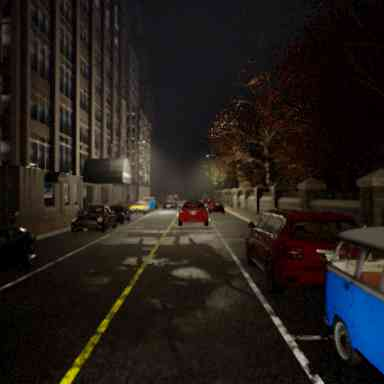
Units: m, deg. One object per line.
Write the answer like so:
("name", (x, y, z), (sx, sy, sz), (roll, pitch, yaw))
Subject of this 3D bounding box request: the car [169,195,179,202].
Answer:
("car", (-4.727, 1.620, 85.947), (2.192, 1.841, 5.009), (1, 0, 2))

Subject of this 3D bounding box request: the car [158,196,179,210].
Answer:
("car", (-3.050, 1.688, 45.949), (2.128, 1.511, 4.902), (0, 0, 1))

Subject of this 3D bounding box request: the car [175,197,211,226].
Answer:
("car", (0.097, 1.467, 24.718), (2.097, 1.767, 4.553), (0, 0, 0))

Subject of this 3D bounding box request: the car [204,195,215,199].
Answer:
("car", (2.930, 1.549, 58.305), (2.192, 1.841, 5.009), (1, 0, 2))

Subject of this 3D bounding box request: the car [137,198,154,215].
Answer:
("car", (-5.698, 1.687, 36.716), (1.752, 1.417, 4.829), (0, 0, 0))

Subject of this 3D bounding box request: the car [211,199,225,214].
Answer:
("car", (2.691, 1.743, 36.620), (1.802, 1.307, 4.206), (0, 0, 0))

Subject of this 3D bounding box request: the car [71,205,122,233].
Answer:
("car", (-5.831, 1.536, 20.206), (1.967, 1.590, 4.097), (0, 0, 0))

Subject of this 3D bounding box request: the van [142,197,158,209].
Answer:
("van", (-5.688, 1.525, 42.446), (1.690, 1.788, 3.998), (0, 0, 0))

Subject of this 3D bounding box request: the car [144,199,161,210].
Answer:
("car", (-5.660, 1.769, 47.988), (1.947, 1.339, 4.313), (1, 0, 1))

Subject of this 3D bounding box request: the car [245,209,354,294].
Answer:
("car", (2.696, 1.359, 8.819), (2.192, 1.841, 5.009), (0, 0, 0))

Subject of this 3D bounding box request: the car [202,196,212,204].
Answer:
("car", (3.360, 1.717, 74.734), (1.967, 1.590, 4.097), (1, 0, 2))

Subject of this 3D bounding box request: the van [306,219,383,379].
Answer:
("van", (2.697, 1.358, 3.260), (1.690, 1.788, 3.998), (0, 0, 0))

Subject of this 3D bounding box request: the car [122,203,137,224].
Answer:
("car", (-5.833, 1.685, 25.765), (1.947, 1.339, 4.313), (0, 0, 0))

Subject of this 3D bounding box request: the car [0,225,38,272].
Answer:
("car", (-5.830, 1.612, 9.083), (1.947, 1.339, 4.313), (0, 0, 0))

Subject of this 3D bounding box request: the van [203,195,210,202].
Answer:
("van", (3.649, 1.643, 85.688), (1.690, 1.788, 3.998), (1, 0, 2))
